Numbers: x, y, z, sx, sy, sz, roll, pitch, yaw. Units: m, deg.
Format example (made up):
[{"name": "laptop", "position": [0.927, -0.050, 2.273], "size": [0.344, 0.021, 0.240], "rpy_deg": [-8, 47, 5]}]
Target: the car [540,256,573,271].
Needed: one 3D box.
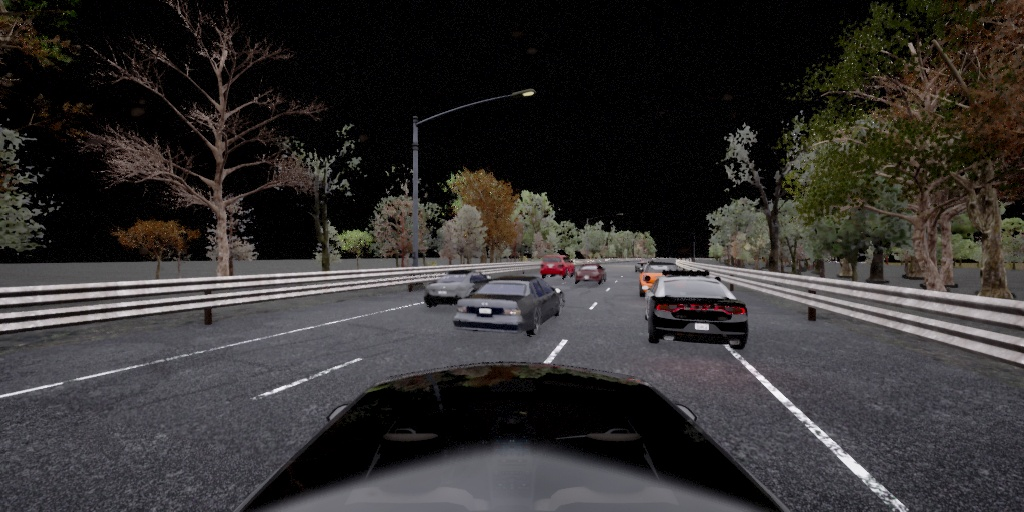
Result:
[{"name": "car", "position": [4.127, 0.980, 31.991], "size": [2.150, 2.045, 5.566], "rpy_deg": [0, 0, 20]}]

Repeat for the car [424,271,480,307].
[{"name": "car", "position": [-1.906, 1.314, 15.104], "size": [1.994, 1.385, 4.181], "rpy_deg": [0, 0, 19]}]

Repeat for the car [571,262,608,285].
[{"name": "car", "position": [5.872, 1.281, 26.570], "size": [1.812, 1.442, 4.674], "rpy_deg": [0, 0, 20]}]

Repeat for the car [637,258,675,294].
[{"name": "car", "position": [7.725, 1.104, 18.634], "size": [2.097, 1.767, 4.553], "rpy_deg": [0, 0, 20]}]

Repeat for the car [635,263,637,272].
[{"name": "car", "position": [16.684, 1.266, 45.436], "size": [2.128, 1.511, 4.902], "rpy_deg": [0, 0, 22]}]

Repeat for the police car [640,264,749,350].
[{"name": "police car", "position": [4.534, 1.175, 9.437], "size": [1.930, 1.638, 5.238], "rpy_deg": [0, 0, 19]}]

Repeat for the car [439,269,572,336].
[{"name": "car", "position": [0.208, 1.297, 10.502], "size": [2.033, 1.411, 5.357], "rpy_deg": [0, 0, 19]}]
